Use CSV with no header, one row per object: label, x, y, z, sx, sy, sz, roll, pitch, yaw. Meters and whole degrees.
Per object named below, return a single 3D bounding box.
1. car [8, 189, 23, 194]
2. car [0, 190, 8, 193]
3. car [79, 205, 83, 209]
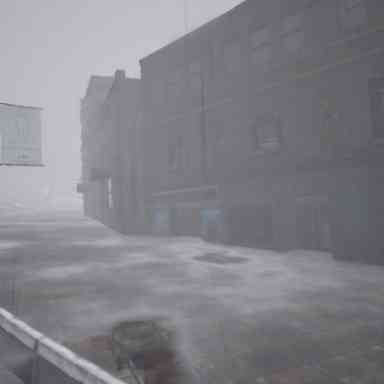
car,-45.473,0.150,83.267,2.231,1.521,4.892,-4,-4,7
car,-46.181,-0.099,77.898,2.002,1.452,4.674,-4,-4,9
car,-22.386,2.902,71.877,1.812,1.442,4.674,-5,-2,16
